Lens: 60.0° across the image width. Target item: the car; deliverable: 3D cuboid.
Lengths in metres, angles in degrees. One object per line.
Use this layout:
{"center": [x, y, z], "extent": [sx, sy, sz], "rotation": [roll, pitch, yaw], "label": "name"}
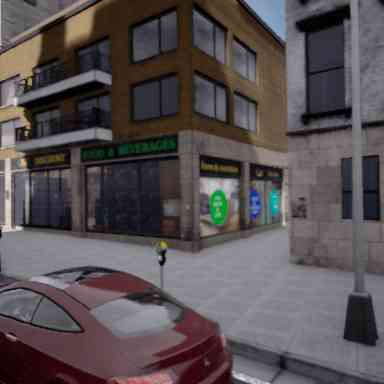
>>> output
{"center": [-1.530, 1.596, 4.066], "extent": [4.206, 1.307, 1.802], "rotation": [0, -1, 36], "label": "car"}
